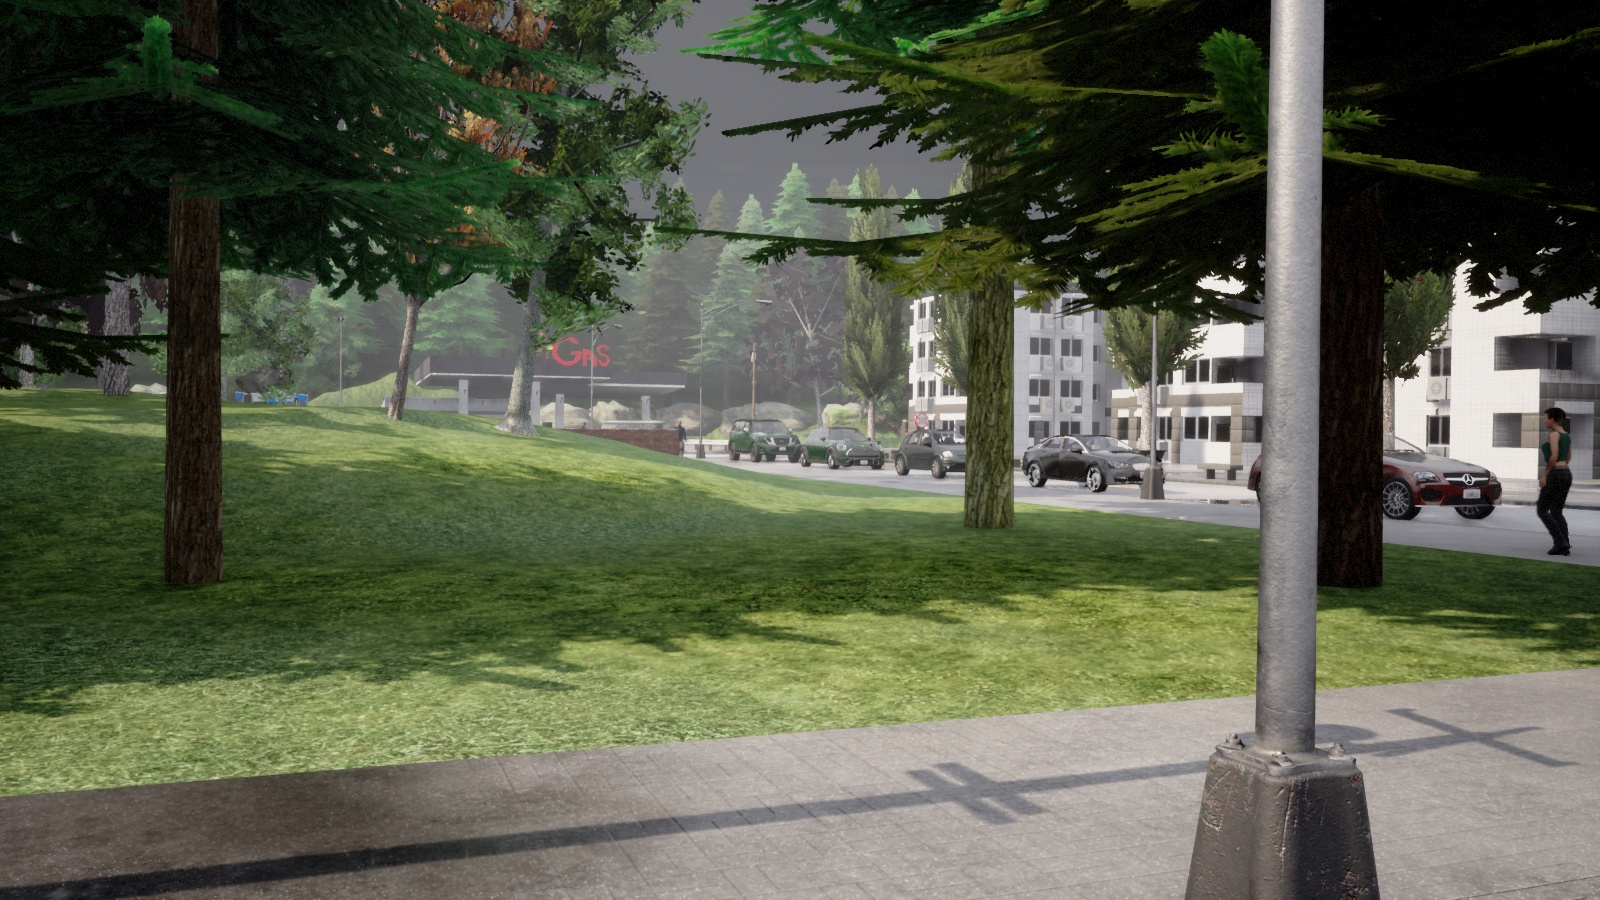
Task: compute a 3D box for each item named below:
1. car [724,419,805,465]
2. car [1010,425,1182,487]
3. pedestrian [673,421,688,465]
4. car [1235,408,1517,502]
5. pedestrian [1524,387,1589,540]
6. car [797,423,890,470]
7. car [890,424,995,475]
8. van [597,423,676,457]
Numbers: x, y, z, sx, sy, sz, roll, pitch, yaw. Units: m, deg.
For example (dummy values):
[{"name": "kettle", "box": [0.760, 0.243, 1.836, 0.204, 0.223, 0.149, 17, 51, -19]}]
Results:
[{"name": "car", "box": [-1.750, -0.428, 59.158, 2.150, 2.045, 5.566, -1, 1, -20]}, {"name": "car", "box": [7.848, 0.118, 33.881, 2.128, 1.511, 4.902, -1, 1, -21]}, {"name": "pedestrian", "box": [-5.025, -0.297, 52.791, 0.402, 1.842, 0.726, -1, 1, -20]}, {"name": "car", "box": [11.236, 0.049, 24.984, 2.152, 1.651, 5.027, -1, 1, -21]}, {"name": "pedestrian", "box": [9.300, 0.156, 15.445, 0.345, 1.836, 0.594, -1, 1, -28]}, {"name": "car", "box": [1.674, -0.177, 50.135, 2.097, 1.767, 4.553, -1, 1, -21]}, {"name": "car", "box": [4.729, -0.040, 42.088, 1.851, 1.617, 3.988, -1, 1, -21]}, {"name": "van", "box": [-9.821, -0.571, 75.545, 4.442, 1.987, 1.775, 0, 1, 25]}]
